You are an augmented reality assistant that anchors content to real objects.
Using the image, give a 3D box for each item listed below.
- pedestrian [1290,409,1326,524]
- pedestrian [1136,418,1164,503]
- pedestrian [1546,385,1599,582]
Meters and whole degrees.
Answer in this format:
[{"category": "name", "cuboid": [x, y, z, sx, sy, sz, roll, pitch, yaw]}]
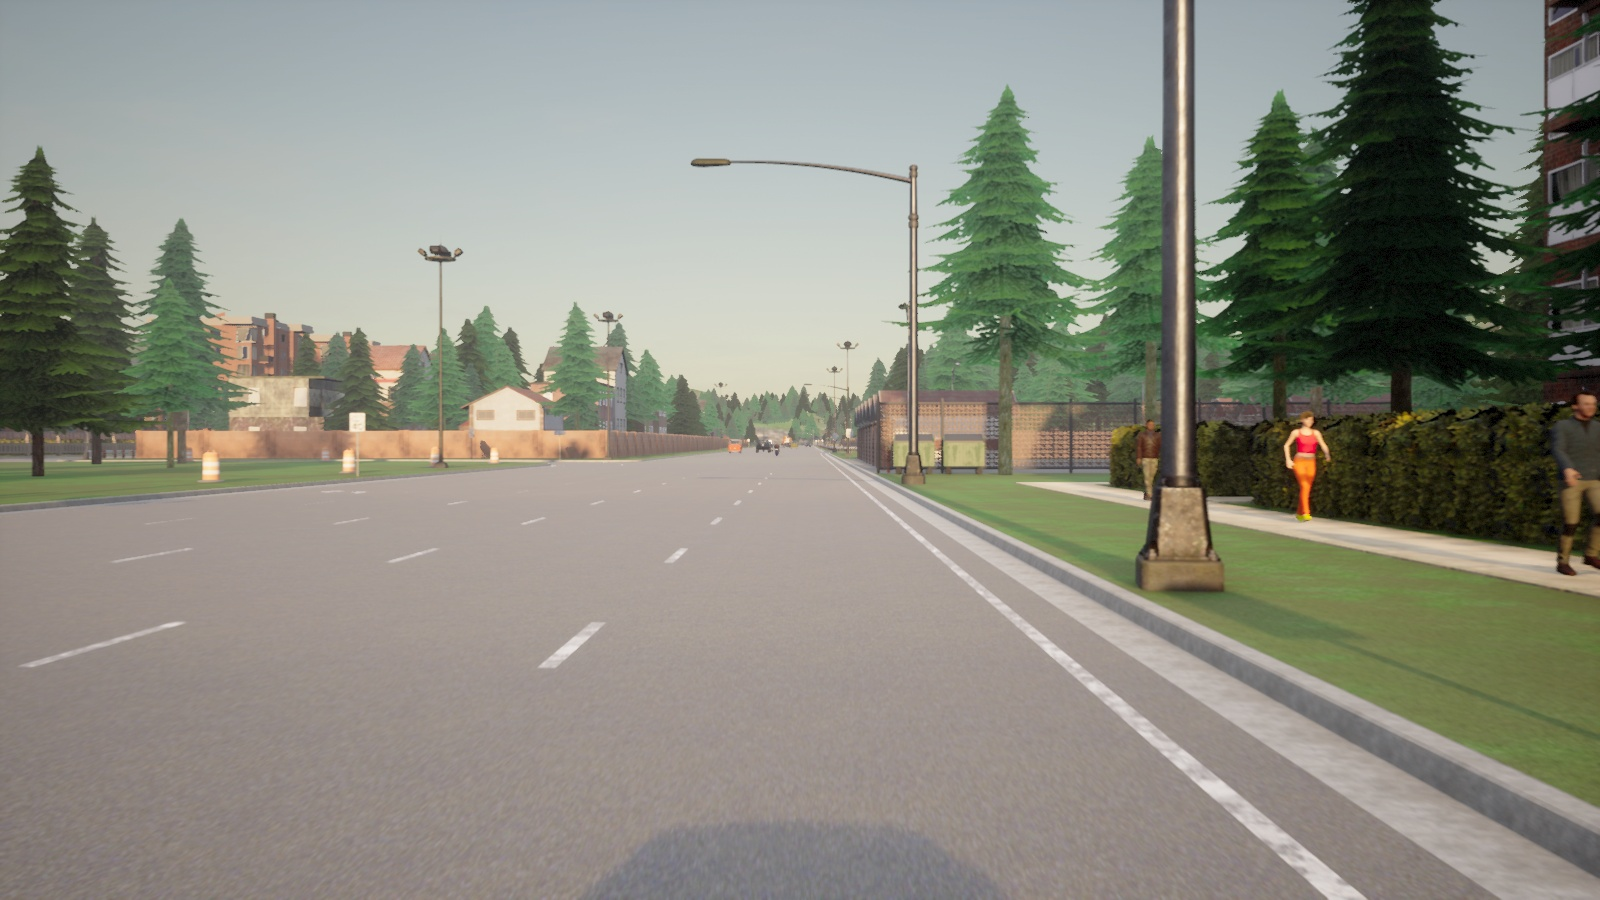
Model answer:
[{"category": "pedestrian", "cuboid": [8.215, 0.267, 20.312, 0.345, 1.836, 0.594, 0, 0, 0]}, {"category": "pedestrian", "cuboid": [7.700, 0.226, 27.631, 0.431, 1.840, 0.703, 0, 0, 0]}, {"category": "pedestrian", "cuboid": [7.595, 0.313, 12.081, 0.402, 1.842, 0.726, 0, 0, 1]}]
